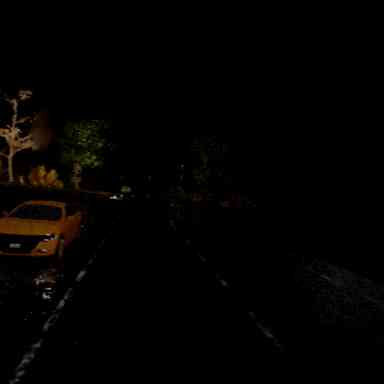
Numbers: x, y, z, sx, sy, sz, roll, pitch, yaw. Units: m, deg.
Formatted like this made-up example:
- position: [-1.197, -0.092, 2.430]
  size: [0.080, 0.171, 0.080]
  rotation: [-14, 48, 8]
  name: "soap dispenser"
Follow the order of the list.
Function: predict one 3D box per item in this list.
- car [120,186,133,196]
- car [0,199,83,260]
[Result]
- position: [-15.650, -0.312, 78.659]
  size: [2.150, 2.045, 5.566]
  rotation: [5, 0, -9]
  name: "car"
- position: [-4.778, 1.022, 10.738]
  size: [1.882, 1.535, 5.008]
  rotation: [5, 0, -9]
  name: "car"
